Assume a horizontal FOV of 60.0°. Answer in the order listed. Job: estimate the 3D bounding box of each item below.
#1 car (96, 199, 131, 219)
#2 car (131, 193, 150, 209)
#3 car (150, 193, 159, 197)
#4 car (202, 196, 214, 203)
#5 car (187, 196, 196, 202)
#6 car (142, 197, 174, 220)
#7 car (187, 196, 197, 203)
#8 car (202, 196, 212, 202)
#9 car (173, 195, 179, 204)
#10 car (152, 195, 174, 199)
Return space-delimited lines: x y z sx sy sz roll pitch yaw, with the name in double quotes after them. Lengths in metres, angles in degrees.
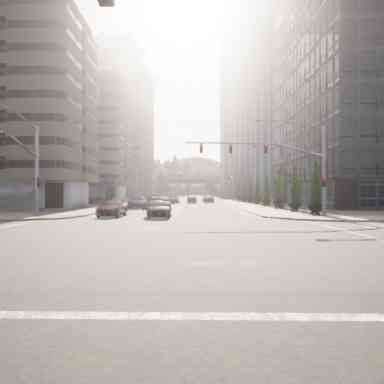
-7.119 1.476 29.694 1.882 1.535 5.008 0 0 0 "car"
-7.126 1.351 43.507 2.097 1.767 4.553 0 0 0 "car"
-7.108 1.224 60.439 2.150 2.045 5.566 0 0 0 "car"
3.458 1.504 67.522 1.837 1.490 4.892 0 0 0 "car"
-0.048 1.521 76.014 1.994 1.385 4.181 0 0 0 "car"
-2.944 1.464 28.076 1.882 1.535 5.008 0 -1 -10 "car"
-0.042 1.477 66.686 1.882 1.535 5.008 0 0 0 "car"
3.452 1.528 76.190 1.994 1.385 4.181 0 0 0 "car"
-3.590 1.351 63.422 2.097 1.767 4.553 0 0 0 "car"
-3.626 1.504 41.893 1.837 1.490 4.892 0 0 0 "car"
